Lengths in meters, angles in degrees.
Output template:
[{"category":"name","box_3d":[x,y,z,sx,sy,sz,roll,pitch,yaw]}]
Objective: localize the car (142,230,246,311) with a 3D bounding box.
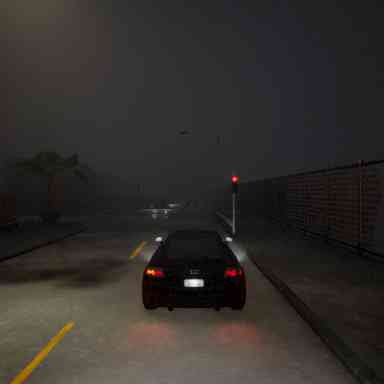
[{"category":"car","box_3d":[0.045,1.564,7.827,1.994,1.385,4.181,0,0,0]}]

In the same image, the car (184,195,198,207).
[{"category":"car","box_3d":[-0.028,1.524,49.620,1.812,1.442,4.674,0,0,0]}]

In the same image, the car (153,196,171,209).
[{"category":"car","box_3d":[-4.198,1.505,44.991,1.837,1.490,4.892,0,0,0]}]

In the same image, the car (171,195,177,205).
[{"category":"car","box_3d":[-4.213,1.562,60.138,1.994,1.385,4.181,0,0,0]}]

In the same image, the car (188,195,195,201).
[{"category":"car","box_3d":[-0.204,1.522,85.380,1.812,1.442,4.674,0,0,0]}]
